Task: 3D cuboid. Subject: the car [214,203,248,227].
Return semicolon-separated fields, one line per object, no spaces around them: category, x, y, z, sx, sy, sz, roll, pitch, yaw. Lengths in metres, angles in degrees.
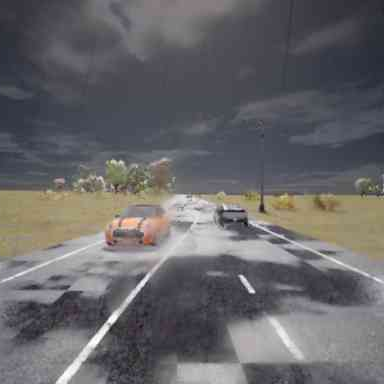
car;2.600;1.517;22.936;2.128;1.511;4.902;0;0;-2

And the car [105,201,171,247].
car;-2.284;1.340;15.073;2.097;1.767;4.553;0;0;5
